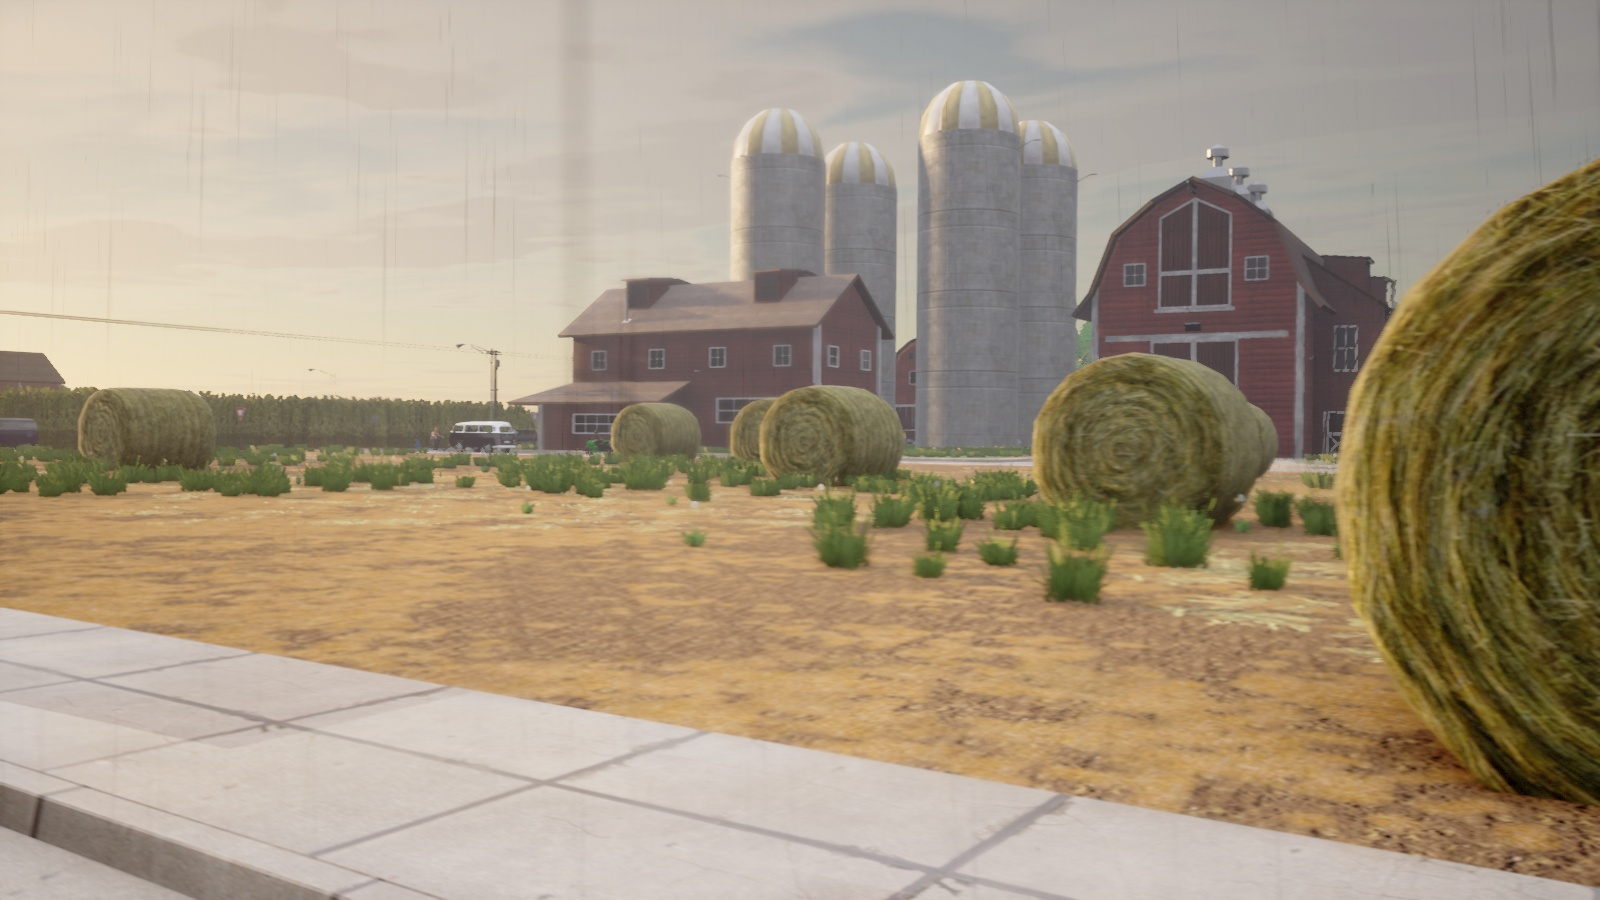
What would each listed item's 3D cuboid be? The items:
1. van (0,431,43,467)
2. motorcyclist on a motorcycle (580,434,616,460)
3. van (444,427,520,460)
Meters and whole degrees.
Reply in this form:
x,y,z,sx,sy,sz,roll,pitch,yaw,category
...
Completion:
x,y,z,sx,sy,sz,roll,pitch,yaw,category
-44.952,-0.028,69.915,1.775,1.987,4.442,0,1,31,van
-12.192,-0.202,75.717,2.044,1.523,0.797,-1,1,30,motorcyclist on a motorcycle
-20.355,-0.446,80.384,4.480,2.038,2.069,0,1,30,van
